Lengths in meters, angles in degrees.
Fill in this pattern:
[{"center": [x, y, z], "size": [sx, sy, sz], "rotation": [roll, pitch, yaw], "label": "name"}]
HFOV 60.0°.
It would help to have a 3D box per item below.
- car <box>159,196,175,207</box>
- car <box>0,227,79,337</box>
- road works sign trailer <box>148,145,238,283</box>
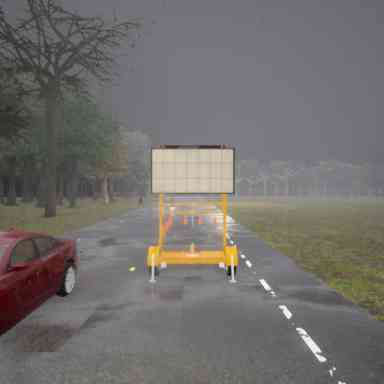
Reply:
[{"center": [-3.494, 1.363, 46.770], "size": [1.812, 1.442, 4.674], "rotation": [0, 0, 0], "label": "car"}, {"center": [-3.587, 1.476, 5.791], "size": [1.882, 1.535, 5.008], "rotation": [0, 0, 0], "label": "car"}, {"center": [0.021, 0.458, 9.664], "size": [2.380, 3.560, 2.880], "rotation": [0, 0, 0], "label": "road works sign trailer"}]
